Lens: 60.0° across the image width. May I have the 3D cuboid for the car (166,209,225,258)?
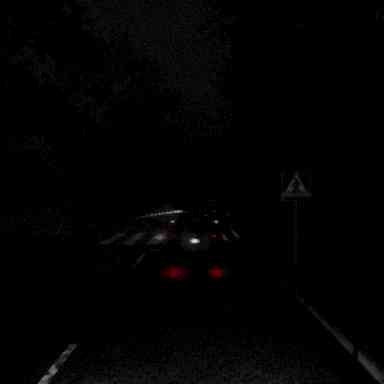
[{"bbox_3d":[0.095,1.575,12.874,1.994,1.385,4.181,0,0,0],"label":"car"}]

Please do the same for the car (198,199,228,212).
[{"bbox_3d":[2.712,1.645,41.399,1.994,1.385,4.181,-1,0,31],"label":"car"}]

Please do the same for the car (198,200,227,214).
[{"bbox_3d":[1.784,1.638,29.990,1.895,1.301,4.718,0,0,14],"label":"car"}]
